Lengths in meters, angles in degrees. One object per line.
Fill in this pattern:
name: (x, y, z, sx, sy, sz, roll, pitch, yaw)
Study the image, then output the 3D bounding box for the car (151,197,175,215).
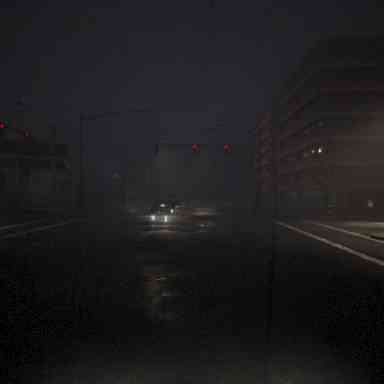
car: (-3.153, 1.547, 34.731, 2.033, 1.411, 5.357, 0, 0, -1)

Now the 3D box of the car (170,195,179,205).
car: (-3.319, 1.351, 55.400, 2.097, 1.767, 4.553, 0, 0, 0)

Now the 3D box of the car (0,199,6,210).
car: (-24.030, 1.455, 38.948, 3.806, 1.475, 1.970, 0, 0, 1)

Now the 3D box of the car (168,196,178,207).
car: (-3.237, 1.563, 44.787, 1.994, 1.385, 4.181, 0, 0, 0)
